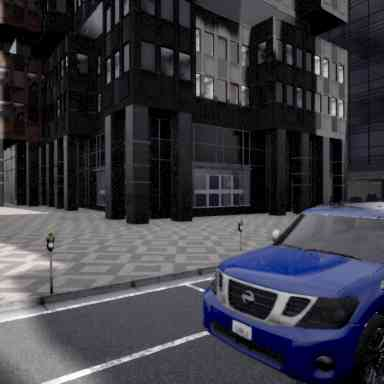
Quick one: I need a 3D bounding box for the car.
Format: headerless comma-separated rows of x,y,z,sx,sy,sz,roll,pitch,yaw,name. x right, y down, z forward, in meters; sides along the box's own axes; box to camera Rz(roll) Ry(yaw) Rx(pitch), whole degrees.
2.802,1.218,5.469,5.566,2.045,2.150,0,0,-36,car
